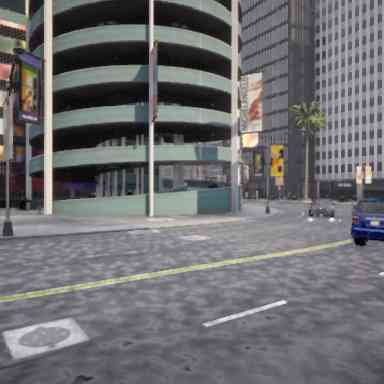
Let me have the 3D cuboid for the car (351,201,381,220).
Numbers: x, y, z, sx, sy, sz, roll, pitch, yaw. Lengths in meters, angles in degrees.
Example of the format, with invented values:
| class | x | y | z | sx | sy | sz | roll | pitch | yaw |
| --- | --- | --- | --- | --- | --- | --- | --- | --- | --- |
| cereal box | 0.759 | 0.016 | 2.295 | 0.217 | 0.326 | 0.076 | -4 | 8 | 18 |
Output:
| class | x | y | z | sx | sy | sz | roll | pitch | yaw |
| --- | --- | --- | --- | --- | --- | --- | --- | --- | --- |
| car | 15.267 | 1.588 | 29.401 | 1.994 | 1.385 | 4.181 | 0 | 0 | 23 |

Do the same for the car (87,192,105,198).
| class | x | y | z | sx | sy | sz | roll | pitch | yaw |
| --- | --- | --- | --- | --- | --- | --- | --- | --- | --- |
| car | -19.029 | 0.978 | 66.019 | 2.435 | 2.045 | 5.566 | 0 | 0 | -36 |

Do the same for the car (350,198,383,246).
| class | x | y | z | sx | sy | sz | roll | pitch | yaw |
| --- | --- | --- | --- | --- | --- | --- | --- | --- | --- |
| car | 8.780 | 1.253 | 14.237 | 5.566 | 2.045 | 2.150 | 0 | 0 | -43 |

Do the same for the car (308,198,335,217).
| class | x | y | z | sx | sy | sz | roll | pitch | yaw |
| --- | --- | --- | --- | --- | --- | --- | --- | --- | --- |
| car | 12.065 | 1.390 | 30.815 | 2.097 | 1.767 | 4.553 | 0 | 0 | 23 |
